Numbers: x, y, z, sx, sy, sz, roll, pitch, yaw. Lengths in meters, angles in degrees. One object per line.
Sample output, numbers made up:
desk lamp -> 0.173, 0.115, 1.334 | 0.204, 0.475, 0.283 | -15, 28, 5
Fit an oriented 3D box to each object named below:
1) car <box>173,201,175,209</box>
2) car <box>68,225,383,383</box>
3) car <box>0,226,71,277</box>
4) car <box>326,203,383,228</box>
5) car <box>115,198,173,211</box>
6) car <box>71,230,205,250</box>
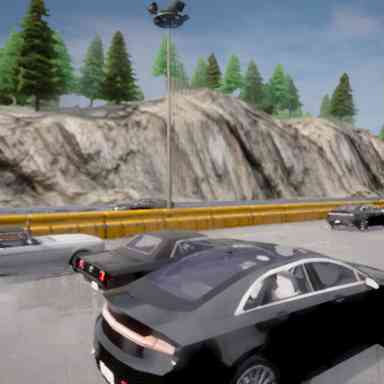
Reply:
car -> -4.134, 1.362, 35.285 | 5.008, 1.535, 1.882 | 0, 0, -35
car -> 1.167, 1.470, 4.543 | 4.902, 1.511, 2.128 | 0, 0, -36
car -> -4.731, 1.586, 8.941 | 4.718, 1.301, 1.895 | 0, 0, -36
car -> 9.796, 1.383, 19.278 | 4.902, 1.511, 2.128 | 0, 0, -35
car -> -4.664, 1.395, 30.652 | 4.902, 1.511, 2.128 | 0, 0, -35
car -> -0.132, 1.572, 7.928 | 4.718, 1.301, 1.895 | 0, 0, -36
